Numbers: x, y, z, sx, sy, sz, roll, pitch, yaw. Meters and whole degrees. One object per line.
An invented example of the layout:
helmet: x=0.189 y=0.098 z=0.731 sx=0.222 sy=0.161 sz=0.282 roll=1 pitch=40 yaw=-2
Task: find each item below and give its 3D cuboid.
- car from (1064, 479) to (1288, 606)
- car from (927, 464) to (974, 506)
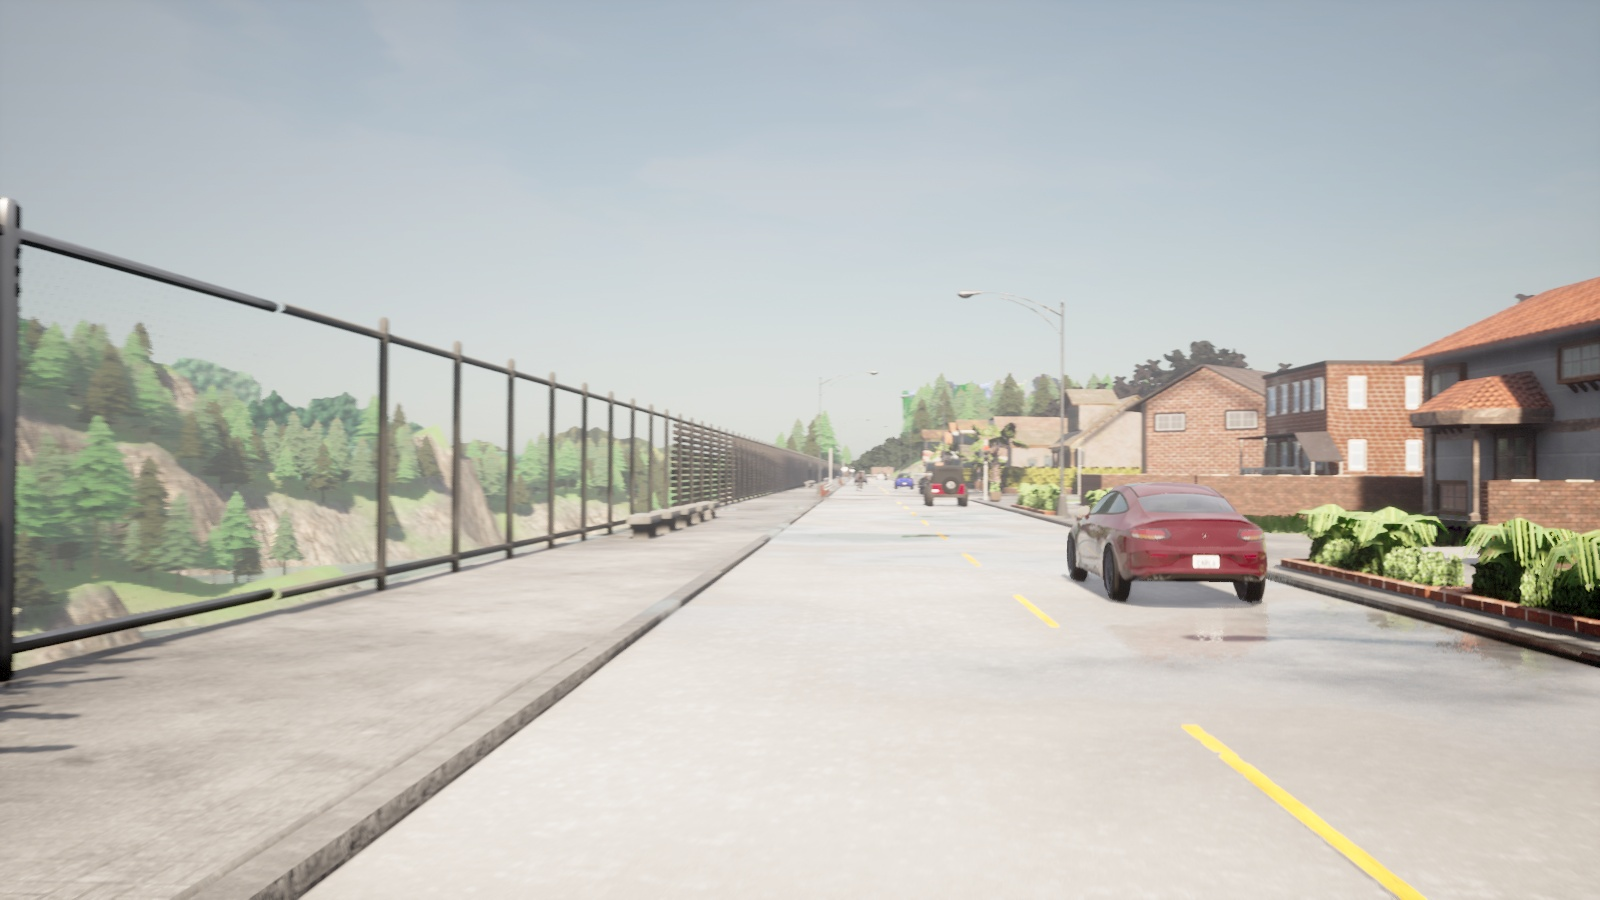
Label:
car: x=4.834 y=1.122 z=16.844 sx=1.812 sy=1.442 sz=4.674 roll=0 pitch=-1 yaw=3
car: x=6.994 y=1.614 z=58.635 sx=1.905 sy=1.878 sz=3.866 roll=0 pitch=-1 yaw=3
